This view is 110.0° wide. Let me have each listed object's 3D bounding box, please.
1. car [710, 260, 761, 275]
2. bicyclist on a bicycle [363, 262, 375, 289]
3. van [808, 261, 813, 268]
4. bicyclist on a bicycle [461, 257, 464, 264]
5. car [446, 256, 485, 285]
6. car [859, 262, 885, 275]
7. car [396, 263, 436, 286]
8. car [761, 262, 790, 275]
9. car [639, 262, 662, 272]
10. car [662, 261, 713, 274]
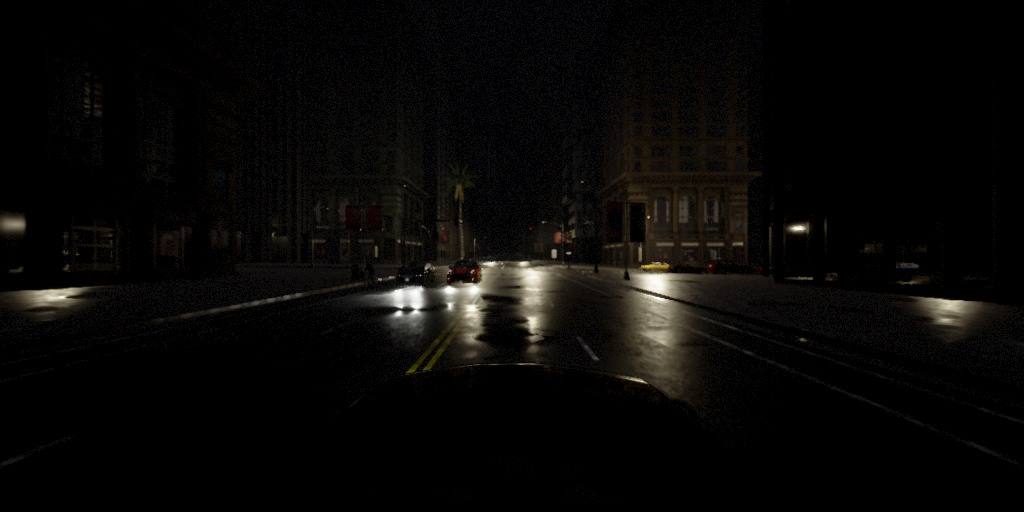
[{"bbox_3d":[25.805,1.381,42.348,5.009,1.841,2.192,0,0,0],"label":"car"},{"bbox_3d":[-8.677,1.185,21.855,0.582,1.620,1.656,0,0,1],"label":"bicyclist on a bicycle"},{"bbox_3d":[35.980,1.546,42.315,3.998,1.789,1.690,0,0,0],"label":"van"},{"bbox_3d":[-8.647,1.039,62.429,0.659,1.776,1.843,0,0,1],"label":"bicyclist on a bicycle"},{"bbox_3d":[-3.331,1.080,25.606,2.097,1.767,4.553,0,0,0],"label":"car"},{"bbox_3d":[41.067,1.589,42.299,5.009,1.841,2.192,0,0,0],"label":"car"},{"bbox_3d":[-6.584,1.220,24.994,2.128,1.511,4.902,0,0,0],"label":"car"},{"bbox_3d":[30.892,1.718,42.332,4.207,1.307,1.802,0,0,0],"label":"car"},{"bbox_3d":[20.577,1.540,50.893,4.829,1.417,1.751,0,0,0],"label":"car"},{"bbox_3d":[20.718,1.542,42.365,4.507,1.381,1.888,0,0,0],"label":"car"}]
